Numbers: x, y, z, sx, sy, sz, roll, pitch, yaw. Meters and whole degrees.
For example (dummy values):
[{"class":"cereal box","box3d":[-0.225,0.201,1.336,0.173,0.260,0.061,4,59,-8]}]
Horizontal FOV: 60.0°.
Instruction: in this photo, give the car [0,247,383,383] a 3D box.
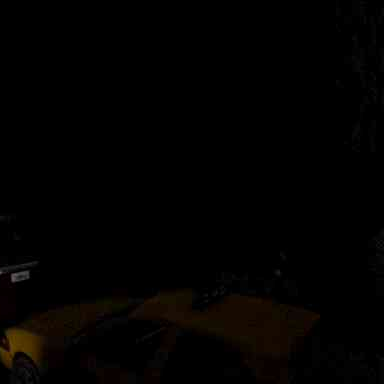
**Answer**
[{"class":"car","box3d":[-0.038,1.525,3.100,4.829,1.417,1.752,0,1,36]}]

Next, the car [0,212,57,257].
[{"class":"car","box3d":[-4.445,1.313,6.247,5.009,1.841,2.192,0,1,36]}]
